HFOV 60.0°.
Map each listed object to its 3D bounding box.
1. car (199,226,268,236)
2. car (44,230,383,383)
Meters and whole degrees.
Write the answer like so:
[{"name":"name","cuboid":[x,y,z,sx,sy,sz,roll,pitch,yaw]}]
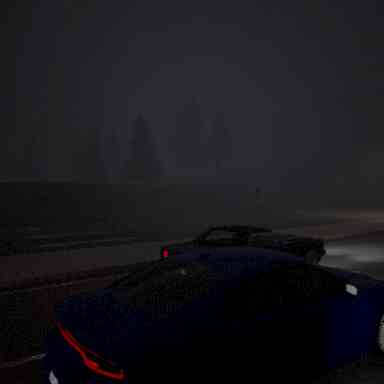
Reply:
[{"name":"car","cuboid":[1.590,1.601,9.178,4.718,1.301,1.895,0,0,-35]},{"name":"car","cuboid":[0.819,1.478,4.334,5.008,1.535,1.882,0,0,-35]}]
